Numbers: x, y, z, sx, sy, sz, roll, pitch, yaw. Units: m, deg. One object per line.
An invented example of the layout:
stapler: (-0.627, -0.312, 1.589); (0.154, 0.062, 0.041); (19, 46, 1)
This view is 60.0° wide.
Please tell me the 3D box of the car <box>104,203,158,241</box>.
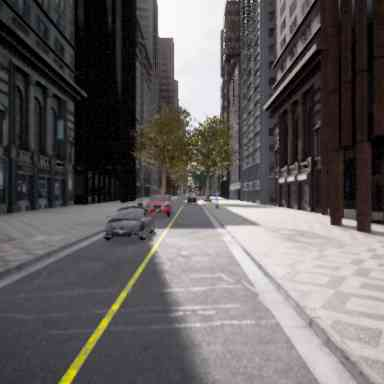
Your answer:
car: (-3.042, 1.510, 16.822); (1.837, 1.490, 4.892); (0, 0, 0)

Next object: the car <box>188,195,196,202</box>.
car: (-0.001, 1.458, 75.887); (1.994, 1.385, 4.181); (0, 0, 0)

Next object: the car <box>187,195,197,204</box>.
car: (0.000, 1.504, 65.433); (1.882, 1.535, 5.008); (0, 0, 0)

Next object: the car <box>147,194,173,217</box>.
car: (-3.001, 1.252, 31.646); (2.150, 2.045, 5.566); (0, 0, 0)
